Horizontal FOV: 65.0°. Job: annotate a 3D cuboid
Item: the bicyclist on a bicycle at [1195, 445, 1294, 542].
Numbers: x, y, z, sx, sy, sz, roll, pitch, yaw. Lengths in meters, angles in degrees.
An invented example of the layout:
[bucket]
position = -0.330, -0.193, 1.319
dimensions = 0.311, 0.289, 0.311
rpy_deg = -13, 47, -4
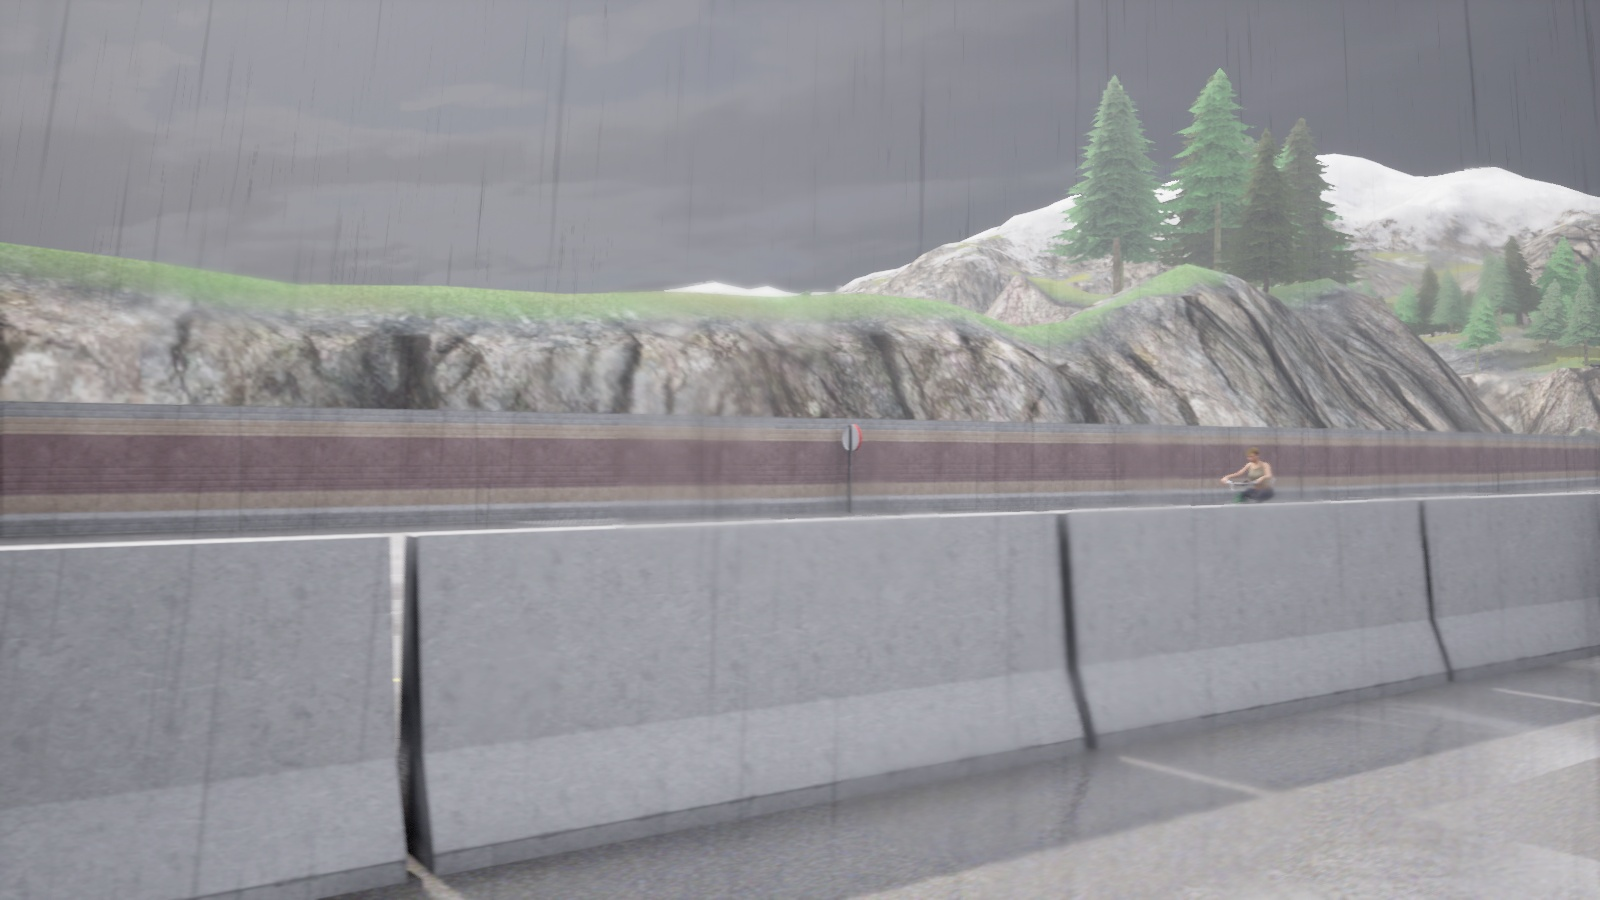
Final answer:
[bicyclist on a bicycle]
position = 7.670, 0.718, 21.665
dimensions = 1.509, 1.612, 0.866
rpy_deg = 0, 0, -32
